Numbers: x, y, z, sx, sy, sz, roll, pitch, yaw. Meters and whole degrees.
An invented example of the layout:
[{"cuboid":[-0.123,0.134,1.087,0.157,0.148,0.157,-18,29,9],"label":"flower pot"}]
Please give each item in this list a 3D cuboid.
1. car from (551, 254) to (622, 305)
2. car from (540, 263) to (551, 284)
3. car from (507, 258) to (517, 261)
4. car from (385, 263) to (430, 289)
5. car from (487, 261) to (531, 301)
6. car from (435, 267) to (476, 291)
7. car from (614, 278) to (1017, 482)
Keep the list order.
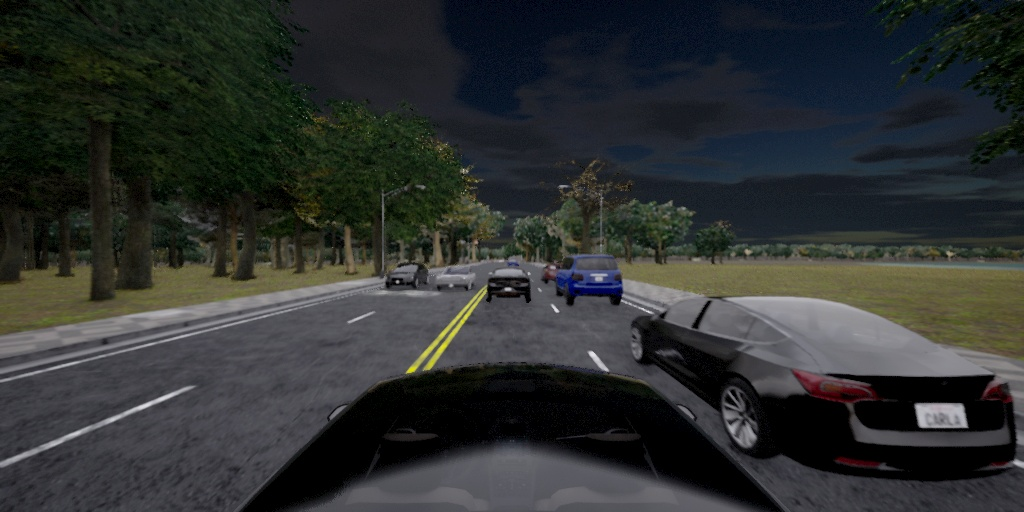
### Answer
[{"cuboid":[3.247,0.955,16.055,2.150,2.045,5.566,0,0,0],"label":"car"},{"cuboid":[3.244,1.259,27.027,1.812,1.442,4.674,0,0,0],"label":"car"},{"cuboid":[0.084,1.285,58.115,1.882,1.535,5.008,0,0,0],"label":"car"},{"cuboid":[-6.604,1.236,23.085,1.837,1.490,4.892,0,0,0],"label":"car"},{"cuboid":[-0.123,1.210,17.151,1.882,1.535,5.008,0,0,1],"label":"car"},{"cuboid":[-3.355,1.332,21.985,1.895,1.301,4.718,0,0,0],"label":"car"},{"cuboid":[3.249,1.250,5.054,2.163,1.488,4.792,0,0,0],"label":"car"}]
